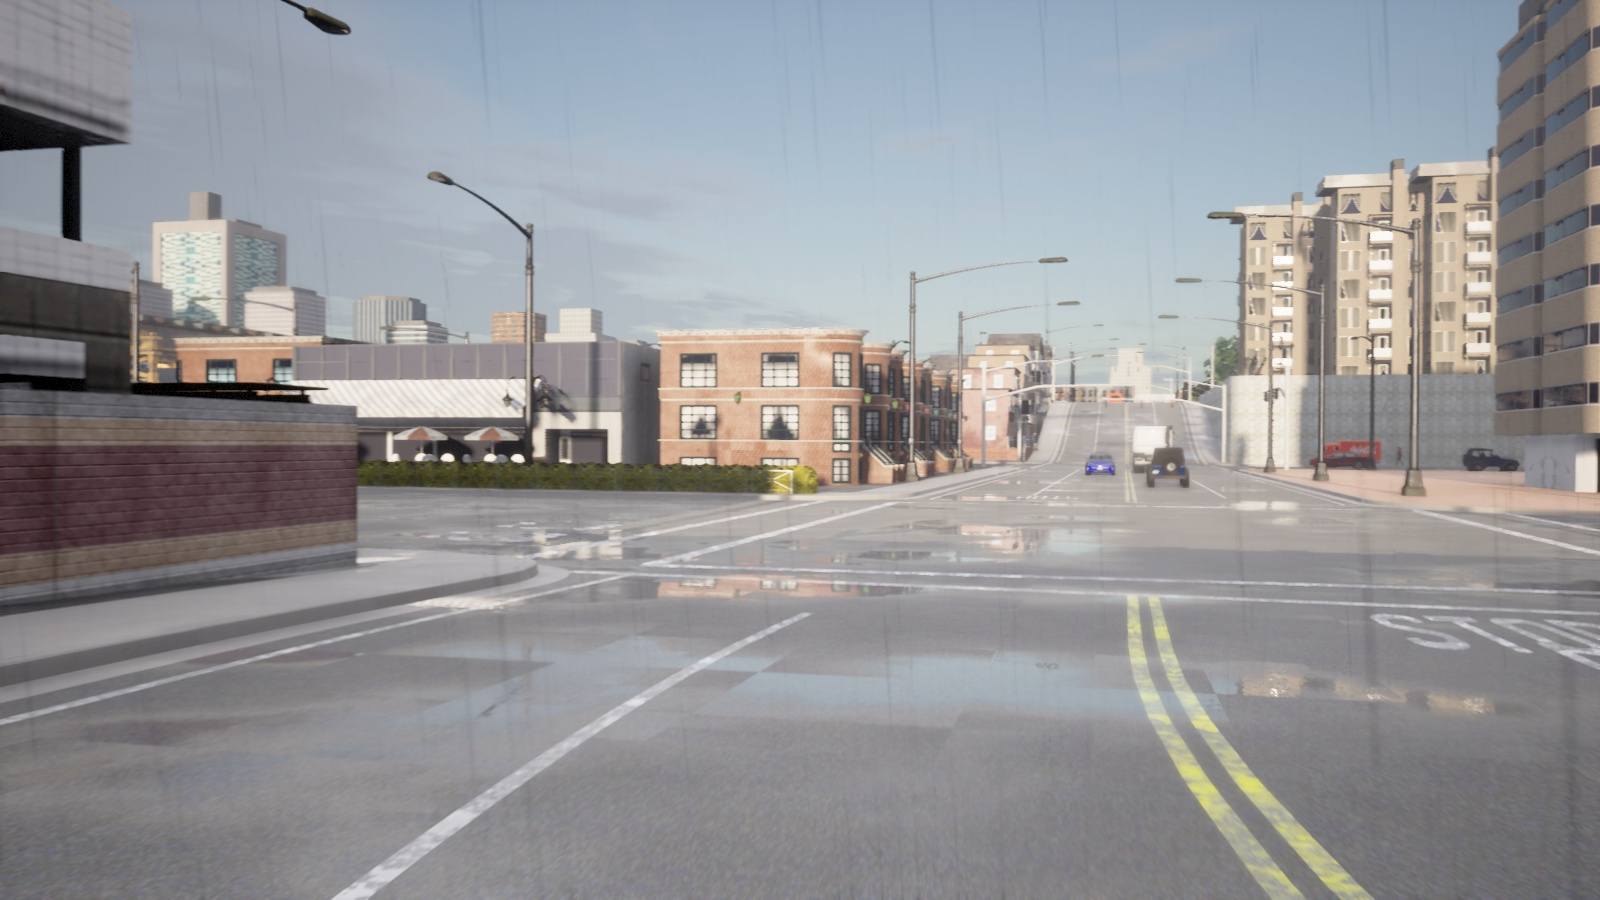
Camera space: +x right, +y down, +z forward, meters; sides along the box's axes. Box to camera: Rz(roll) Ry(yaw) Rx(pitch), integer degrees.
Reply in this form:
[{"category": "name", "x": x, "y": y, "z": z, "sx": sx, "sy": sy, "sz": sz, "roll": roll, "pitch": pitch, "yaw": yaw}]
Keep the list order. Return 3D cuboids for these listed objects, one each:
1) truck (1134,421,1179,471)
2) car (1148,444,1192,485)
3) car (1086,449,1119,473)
[{"category": "truck", "x": 25.569, "y": -0.296, "z": 90.337, "sx": 2.891, "sy": 3.462, "sz": 7.936, "roll": 0, "pitch": 0, "yaw": 15}, {"category": "car", "x": 17.730, "y": 0.678, "z": 60.253, "sx": 1.905, "sy": 1.878, "sz": 3.866, "roll": 0, "pitch": 0, "yaw": 15}, {"category": "car", "x": 19.830, "y": 0.694, "z": 82.193, "sx": 2.007, "sy": 1.525, "sz": 4.514, "roll": 0, "pitch": 0, "yaw": 15}]
